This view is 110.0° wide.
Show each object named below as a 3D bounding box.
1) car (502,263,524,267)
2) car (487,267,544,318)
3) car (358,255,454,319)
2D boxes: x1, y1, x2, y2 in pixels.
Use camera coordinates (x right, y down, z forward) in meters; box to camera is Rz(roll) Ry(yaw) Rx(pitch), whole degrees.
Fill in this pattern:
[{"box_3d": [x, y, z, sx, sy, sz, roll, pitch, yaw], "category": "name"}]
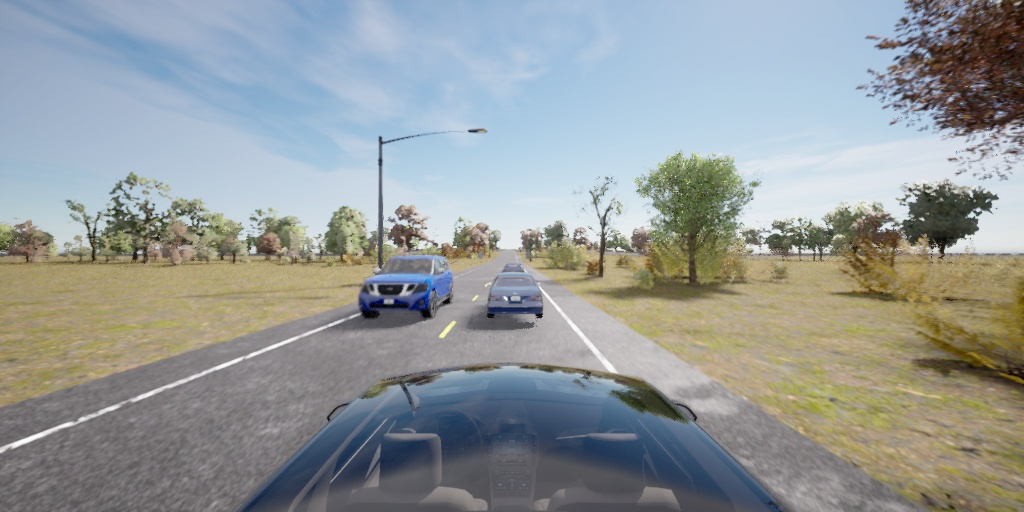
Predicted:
[{"box_3d": [0.111, 1.303, 31.319, 1.994, 1.385, 4.181, 0, 0, 0], "category": "car"}, {"box_3d": [0.104, 1.295, 13.018, 2.033, 1.411, 5.357, 0, 0, 0], "category": "car"}, {"box_3d": [-3.527, 0.972, 13.110, 2.150, 2.045, 5.566, 0, 0, 1], "category": "car"}]
